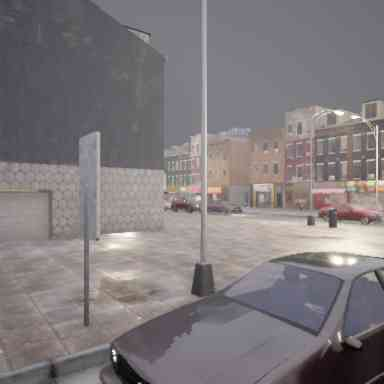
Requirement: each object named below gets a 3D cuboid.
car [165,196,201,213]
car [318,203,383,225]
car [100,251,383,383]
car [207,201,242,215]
[{"bbox_3d":[-0.477,1.413,37.201,2.192,1.841,5.009,0,0,-36],"label":"car"},{"bbox_3d":[11.665,1.572,24.565,1.812,1.442,4.674,0,0,-36],"label":"car"},{"bbox_3d":[1.691,1.548,4.250,5.357,1.411,2.033,0,0,-35],"label":"car"},{"bbox_3d":[3.467,1.658,36.020,1.994,1.385,4.181,0,0,-37],"label":"car"}]
